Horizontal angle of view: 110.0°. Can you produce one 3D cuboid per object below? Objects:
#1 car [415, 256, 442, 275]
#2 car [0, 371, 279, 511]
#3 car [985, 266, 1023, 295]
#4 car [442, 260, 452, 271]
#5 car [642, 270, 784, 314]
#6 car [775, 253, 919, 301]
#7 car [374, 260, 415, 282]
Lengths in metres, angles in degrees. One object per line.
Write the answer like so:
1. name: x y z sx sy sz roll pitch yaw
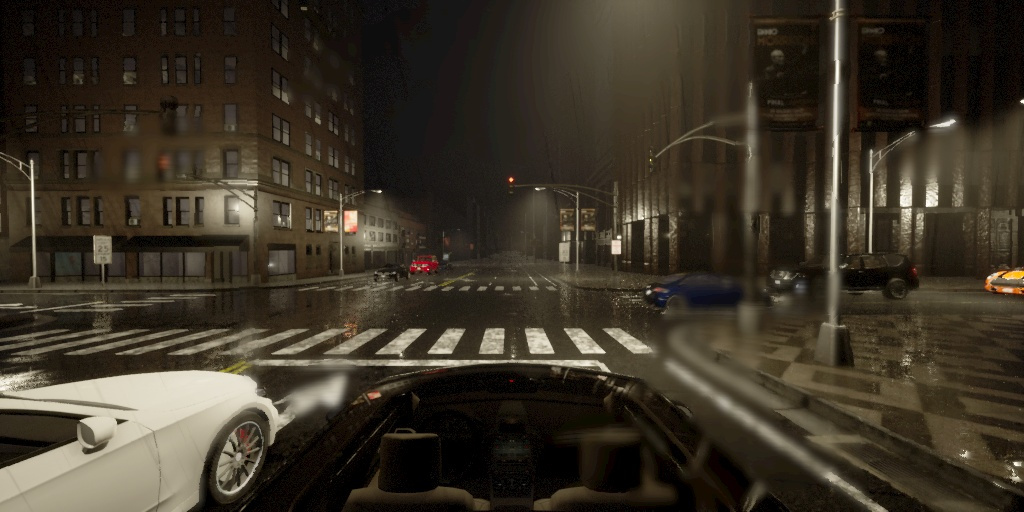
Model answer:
1. car: -9.726 0.976 40.238 2.150 2.045 5.566 0 0 0
2. car: -3.159 1.276 1.425 1.812 1.442 4.674 0 0 2
3. car: 24.727 0.959 16.259 4.553 1.767 2.097 0 1 0
4. car: -9.687 1.301 50.810 2.033 1.411 5.357 0 0 0
5. car: 7.020 1.294 13.151 4.181 1.385 1.994 0 1 1
6. car: 14.868 0.868 16.250 5.566 2.045 2.150 0 1 1
7. car: -9.761 1.278 29.577 1.812 1.442 4.674 0 0 1
